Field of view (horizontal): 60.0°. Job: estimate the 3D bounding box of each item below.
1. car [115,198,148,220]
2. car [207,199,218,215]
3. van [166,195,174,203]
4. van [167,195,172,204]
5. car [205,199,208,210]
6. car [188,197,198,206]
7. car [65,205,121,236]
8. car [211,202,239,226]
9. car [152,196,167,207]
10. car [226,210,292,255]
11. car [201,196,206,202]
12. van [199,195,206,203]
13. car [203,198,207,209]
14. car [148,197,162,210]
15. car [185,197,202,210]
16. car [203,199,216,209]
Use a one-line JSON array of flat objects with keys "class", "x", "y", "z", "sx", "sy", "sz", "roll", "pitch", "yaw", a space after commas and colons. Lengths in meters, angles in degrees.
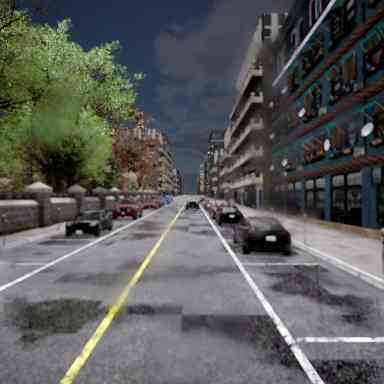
[{"class": "car", "x": -5.679, "y": 1.465, "z": 30.000, "sx": 2.192, "sy": 1.841, "sz": 5.009, "roll": 1, "pitch": 0, "yaw": 0}, {"class": "car", "x": 2.699, "y": 1.590, "z": 30.001, "sx": 1.967, "sy": 1.590, "sz": 4.097, "roll": 1, "pitch": 0, "yaw": 0}, {"class": "van", "x": -5.658, "y": 1.769, "z": 85.234, "sx": 1.690, "sy": 1.788, "sz": 3.998, "roll": 1, "pitch": 0, "yaw": 0}, {"class": "van", "x": -5.696, "y": 1.685, "z": 68.663, "sx": 1.690, "sy": 1.788, "sz": 3.998, "roll": 1, "pitch": 0, "yaw": 0}, {"class": "car", "x": 2.696, "y": 1.722, "z": 35.523, "sx": 1.887, "sy": 1.381, "sz": 4.507, "roll": 1, "pitch": 0, "yaw": 0}, {"class": "car", "x": 0.087, "y": 1.799, "z": 64.149, "sx": 1.882, "sy": 1.535, "sz": 5.008, "roll": 0, "pitch": -1, "yaw": -1}, {"class": "car", "x": -5.681, "y": 1.661, "z": 18.952, "sx": 1.947, "sy": 1.339, "sz": 4.313, "roll": 1, "pitch": 0, "yaw": 0}, {"class": "car", "x": 2.698, "y": 1.688, "z": 24.477, "sx": 1.947, "sy": 1.339, "sz": 4.313, "roll": 1, "pitch": 0, "yaw": 0}, {"class": "car", "x": -5.684, "y": 1.575, "z": 52.093, "sx": 2.192, "sy": 1.841, "sz": 5.009, "roll": 1, "pitch": 0, "yaw": 0}, {"class": "car", "x": 2.699, "y": 1.634, "z": 13.429, "sx": 1.947, "sy": 1.339, "sz": 4.313, "roll": 1, "pitch": 0, "yaw": 0}, {"class": "car", "x": 2.695, "y": 1.673, "z": 46.571, "sx": 1.967, "sy": 1.590, "sz": 4.097, "roll": 1, "pitch": 0, "yaw": 0}, {"class": "van", "x": 2.656, "y": 1.769, "z": 85.234, "sx": 1.690, "sy": 1.788, "sz": 3.998, "roll": 1, "pitch": 0, "yaw": 0}, {"class": "car", "x": 2.695, "y": 1.731, "z": 41.217, "sx": 1.752, "sy": 1.417, "sz": 4.829, "roll": 1, "pitch": 0, "yaw": 0}, {"class": "car", "x": -5.686, "y": 1.777, "z": 46.569, "sx": 1.887, "sy": 1.381, "sz": 4.507, "roll": 1, "pitch": 0, "yaw": 0}, {"class": "car", "x": 0.091, "y": 1.766, "z": 48.177, "sx": 1.812, "sy": 1.442, "sz": 4.674, "roll": 0, "pitch": -1, "yaw": 0}, {"class": "car", "x": 2.692, "y": 1.842, "z": 52.093, "sx": 1.802, "sy": 1.307, "sz": 4.206, "roll": 1, "pitch": 0, "yaw": 0}]
